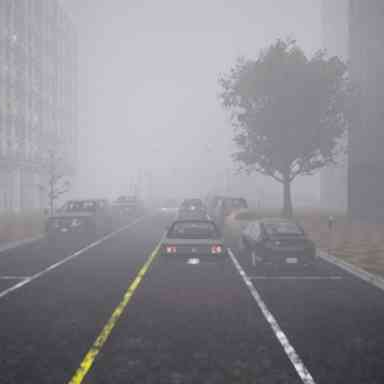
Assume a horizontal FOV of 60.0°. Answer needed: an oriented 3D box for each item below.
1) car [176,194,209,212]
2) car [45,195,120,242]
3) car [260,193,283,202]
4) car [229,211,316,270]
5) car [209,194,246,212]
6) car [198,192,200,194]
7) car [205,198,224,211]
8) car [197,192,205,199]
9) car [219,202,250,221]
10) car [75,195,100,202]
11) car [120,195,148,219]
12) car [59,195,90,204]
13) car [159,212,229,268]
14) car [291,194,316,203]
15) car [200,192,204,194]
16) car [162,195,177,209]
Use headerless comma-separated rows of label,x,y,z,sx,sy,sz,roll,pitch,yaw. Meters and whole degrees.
car,0.079,1.260,27.249,2.097,1.767,4.553,0,0,0
car,-5.322,1.261,16.343,2.192,1.841,5.009,-1,0,0
car,16.592,1.049,68.396,5.009,1.841,2.192,0,1,0
car,2.559,1.515,10.724,2.008,1.369,4.403,-1,0,0
car,2.560,1.242,22.020,2.192,1.841,5.009,-1,0,0
car,2.558,1.301,82.549,1.802,1.307,4.206,-1,0,0
car,2.572,1.436,38.967,1.947,1.339,4.313,-1,0,0
car,2.580,0.995,93.597,2.192,1.841,5.009,-1,0,0
car,2.561,1.470,16.542,1.752,1.417,4.829,-1,0,0
car,-21.418,1.233,68.329,4.403,1.369,2.008,0,1,0
car,-5.317,1.223,27.640,2.192,1.841,5.009,-1,0,0
car,-21.233,1.355,60.191,4.829,1.417,1.752,0,1,0
car,0.067,1.564,11.135,1.895,1.301,4.718,0,0,0
car,20.208,1.468,60.269,4.206,1.307,1.802,0,1,0
car,2.570,1.166,44.615,2.192,1.841,5.009,-1,0,0
car,-2.805,1.419,43.402,1.994,1.385,4.181,0,0,0
